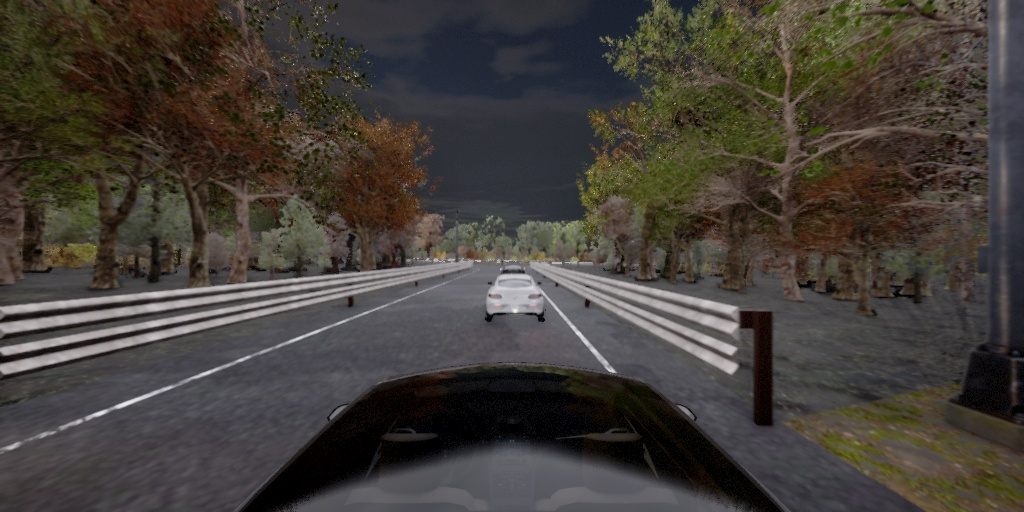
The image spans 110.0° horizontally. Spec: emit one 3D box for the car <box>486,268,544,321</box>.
[{"bbox_3d":[0.095,1.327,12.606,1.812,1.442,4.674,0,0,0],"label":"car"}]

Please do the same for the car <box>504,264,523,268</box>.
[{"bbox_3d":[0.092,1.354,28.784,1.882,1.535,5.008,0,0,0],"label":"car"}]
